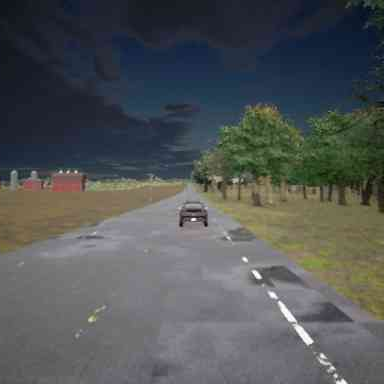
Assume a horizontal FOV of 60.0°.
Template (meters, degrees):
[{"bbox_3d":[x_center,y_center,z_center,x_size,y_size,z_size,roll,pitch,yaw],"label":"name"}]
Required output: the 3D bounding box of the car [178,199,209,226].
[{"bbox_3d":[0.106,1.450,23.012,1.837,1.490,4.892,0,0,0],"label":"car"}]
